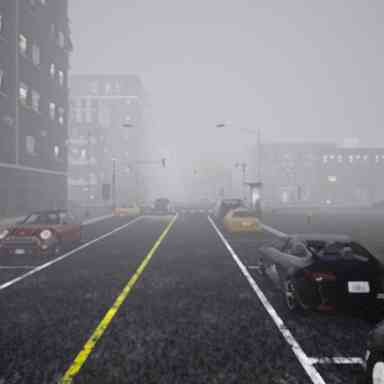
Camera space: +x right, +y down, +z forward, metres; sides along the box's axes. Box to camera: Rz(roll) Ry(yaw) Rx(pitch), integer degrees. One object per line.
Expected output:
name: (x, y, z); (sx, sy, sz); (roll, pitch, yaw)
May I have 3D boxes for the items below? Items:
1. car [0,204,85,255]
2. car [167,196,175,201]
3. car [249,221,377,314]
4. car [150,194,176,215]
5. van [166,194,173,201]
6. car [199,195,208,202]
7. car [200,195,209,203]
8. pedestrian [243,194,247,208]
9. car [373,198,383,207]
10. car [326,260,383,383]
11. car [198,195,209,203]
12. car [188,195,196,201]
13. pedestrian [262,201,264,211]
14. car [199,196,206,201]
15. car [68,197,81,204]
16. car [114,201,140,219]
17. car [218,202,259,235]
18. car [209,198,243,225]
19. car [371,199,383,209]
car: (-5.690, 1.445, 12.987); (1.967, 1.590, 4.097); (0, 0, 0)
car: (-5.687, 1.684, 90.346); (1.802, 1.307, 4.206); (0, 0, 0)
car: (2.690, 1.568, 7.446); (1.947, 1.339, 4.313); (0, 0, 0)
car: (-3.018, 1.363, 34.393); (2.097, 1.767, 4.553); (0, 0, 0)
van: (-5.688, 1.430, 84.649); (1.690, 1.788, 3.998); (0, 0, 0)
car: (2.693, 1.516, 78.950); (1.967, 1.590, 4.097); (0, 0, 0)
car: (2.693, 1.504, 73.254); (1.967, 1.590, 4.097); (0, 0, 0)
pedestrian: (6.137, 1.155, 38.610); (0.375, 1.860, 0.375); (0, 0, 0)
car: (31.447, 1.691, 52.564); (4.829, 1.417, 1.752); (0, 0, 0)
car: (2.691, 1.551, 1.907); (2.008, 1.369, 4.403); (0, 0, 0)
car: (2.693, 1.604, 67.557); (2.008, 1.369, 4.403); (0, 0, 0)
car: (0.004, 1.614, 90.571); (1.994, 1.385, 4.181); (0, 0, 0)
pedestrian: (8.137, 1.542, 38.010); (0.375, 1.300, 0.375); (0, 0, 0)
car: (2.693, 1.670, 84.647); (1.802, 1.307, 4.206); (0, 0, 0)
car: (-17.271, 1.281, 43.840); (5.009, 1.841, 2.192); (0, 0, 0)
car: (-5.690, 1.536, 29.437); (1.752, 1.417, 4.829); (0, 0, 0)
car: (2.691, 1.532, 18.696); (1.752, 1.417, 4.829); (0, 0, 0)
car: (2.692, 1.323, 24.066); (2.192, 1.841, 5.009); (0, 0, 0)
car: (26.153, 1.683, 44.094); (4.507, 1.381, 1.887); (0, 0, 0)
